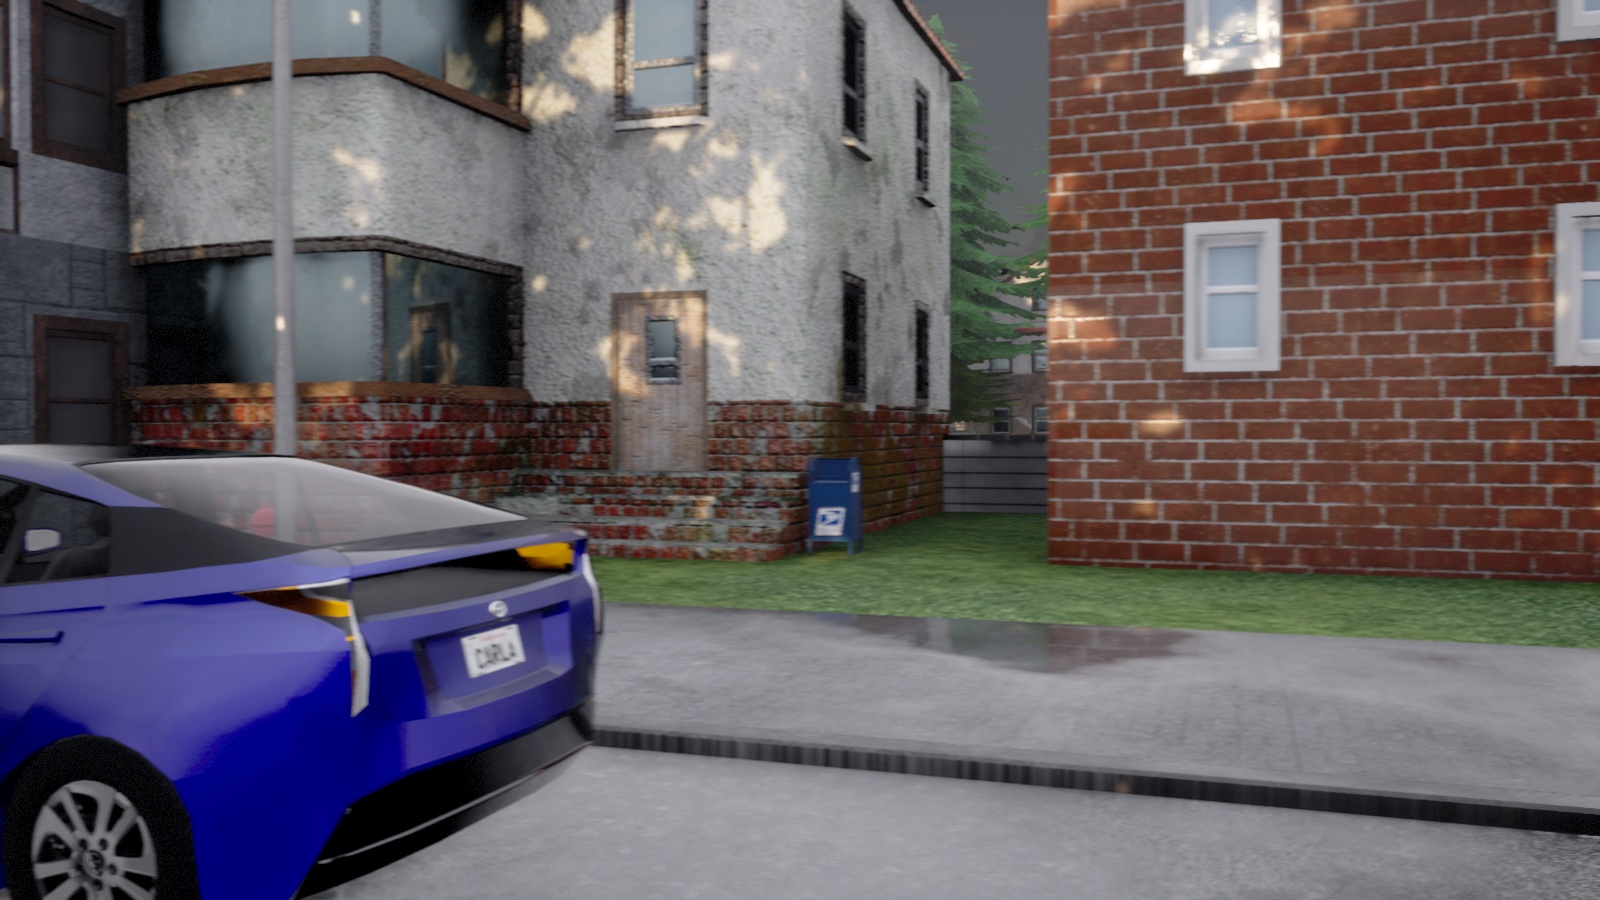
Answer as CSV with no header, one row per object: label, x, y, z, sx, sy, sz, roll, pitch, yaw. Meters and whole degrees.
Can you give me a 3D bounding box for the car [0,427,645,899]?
car,-3.079,0.675,4.795,4.514,1.525,2.007,1,1,19
